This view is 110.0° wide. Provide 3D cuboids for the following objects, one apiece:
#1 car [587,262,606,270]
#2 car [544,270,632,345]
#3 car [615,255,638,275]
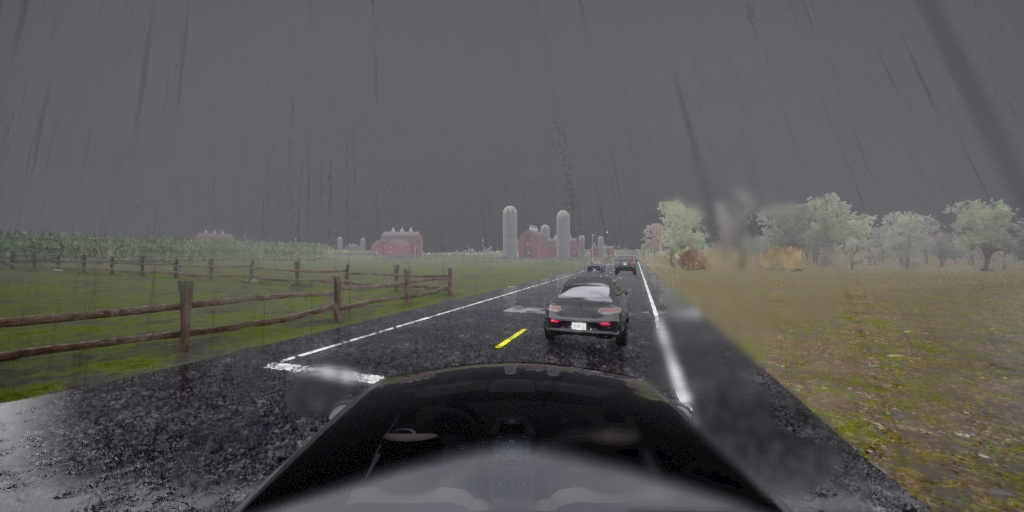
[{"bbox_3d":[10.340,1.340,43.910,1.895,1.301,4.718,0,0,19],"label":"car"},{"bbox_3d":[2.127,1.274,9.532,1.812,1.442,4.674,0,0,19],"label":"car"},{"bbox_3d":[12.553,0.961,39.473,2.150,2.045,5.566,0,0,20],"label":"car"}]
